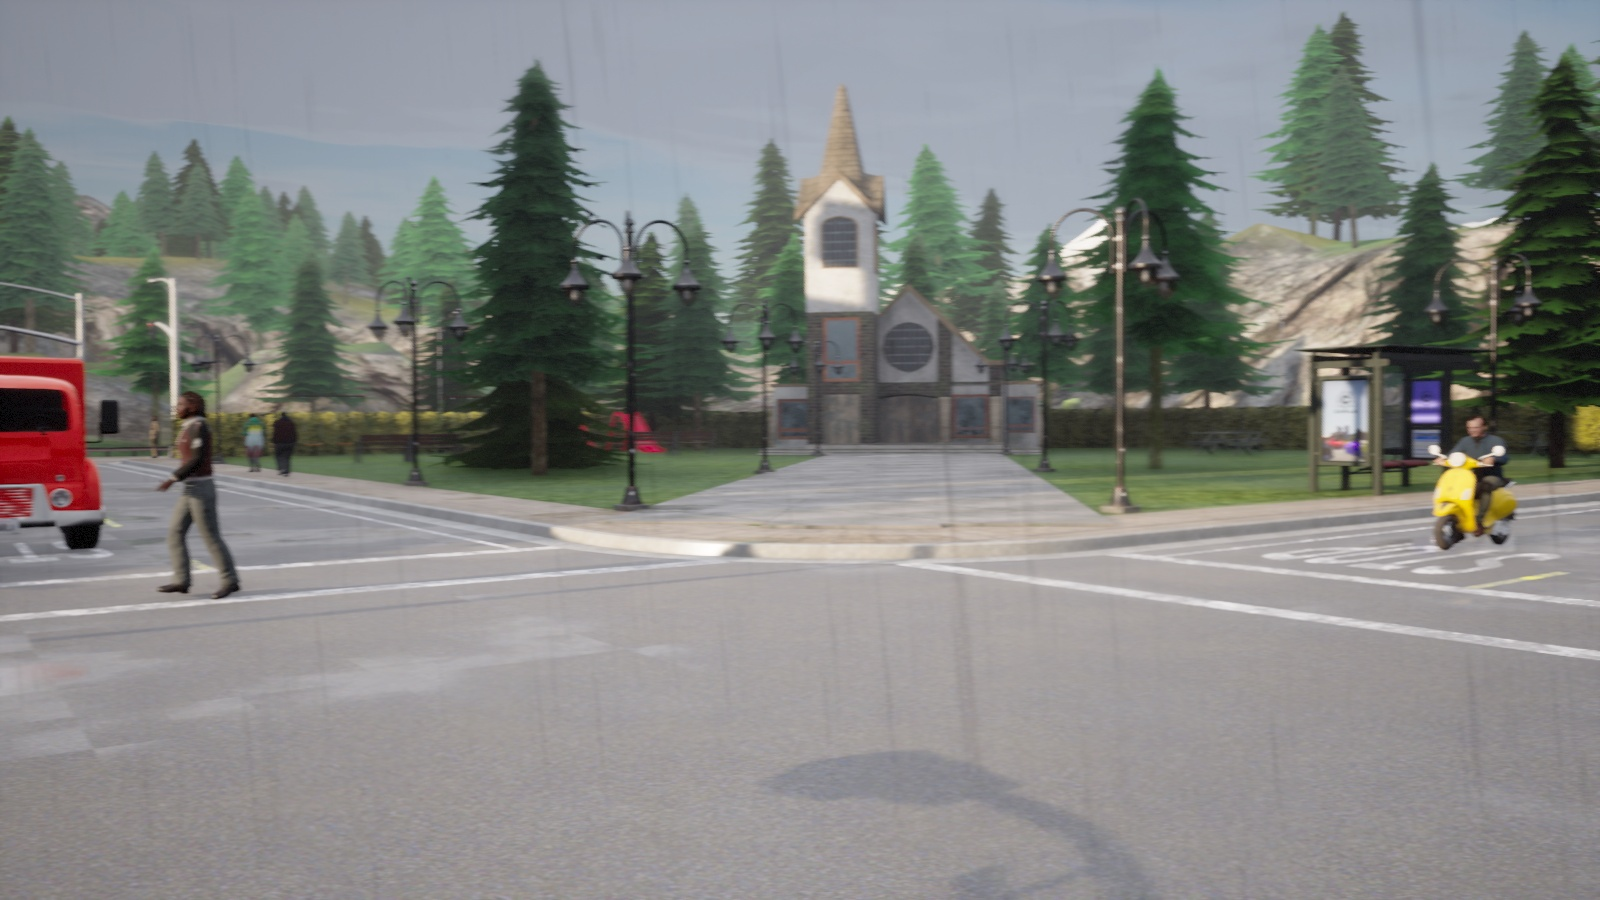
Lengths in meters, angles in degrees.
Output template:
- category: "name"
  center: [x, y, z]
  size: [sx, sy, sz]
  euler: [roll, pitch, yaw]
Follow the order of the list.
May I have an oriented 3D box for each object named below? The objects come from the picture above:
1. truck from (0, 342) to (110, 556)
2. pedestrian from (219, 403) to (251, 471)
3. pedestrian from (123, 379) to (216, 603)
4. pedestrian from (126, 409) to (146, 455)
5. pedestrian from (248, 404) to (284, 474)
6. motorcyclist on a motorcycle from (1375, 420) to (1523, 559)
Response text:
- category: "truck"
  center: [-10.943, -0.058, 16.499]
  size: [2.627, 2.467, 5.204]
  euler: [-1, 2, -36]
- category: "pedestrian"
  center: [-16.641, -0.388, 36.990]
  size: [0.659, 1.952, 0.873]
  euler: [-1, 2, -38]
- category: "pedestrian"
  center: [-5.593, 0.345, 11.135]
  size: [0.666, 1.930, 0.402]
  euler: [-1, 2, -35]
- category: "pedestrian"
  center: [-28.088, -0.771, 53.107]
  size: [0.692, 1.930, 0.396]
  euler: [-1, 1, -24]
- category: "pedestrian"
  center: [-14.201, -0.302, 33.374]
  size: [0.634, 1.844, 0.899]
  euler: [-1, 2, -40]
- category: "motorcyclist on a motorcycle"
  center: [7.902, 0.446, 15.267]
  size: [1.817, 1.590, 0.866]
  euler: [0, 1, -37]
